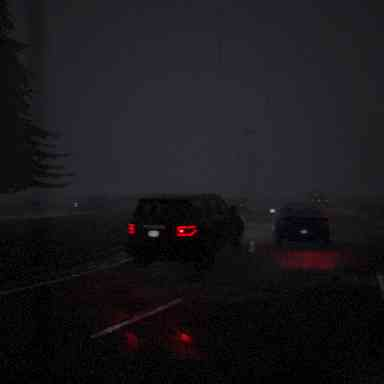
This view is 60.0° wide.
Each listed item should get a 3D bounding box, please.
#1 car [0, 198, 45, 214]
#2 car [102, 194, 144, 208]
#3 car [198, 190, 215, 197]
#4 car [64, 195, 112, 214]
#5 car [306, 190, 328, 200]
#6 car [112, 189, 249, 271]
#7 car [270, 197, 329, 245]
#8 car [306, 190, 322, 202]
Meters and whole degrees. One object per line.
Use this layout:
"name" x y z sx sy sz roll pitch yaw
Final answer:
"car" -17.821 1.388 34.273 1.882 1.535 5.008 0 1 42
"car" -8.376 1.083 40.719 2.128 1.511 4.902 -1 1 34
"car" 3.022 0.326 68.987 1.994 1.385 4.181 -1 1 25
"car" -10.133 1.107 32.547 2.097 1.767 4.553 -1 1 39
"car" 12.468 0.761 33.094 2.033 1.411 5.357 -1 1 17
"car" 0.062 1.063 10.727 2.150 2.045 5.566 0 1 22
"car" 4.362 1.170 13.896 1.882 1.535 5.008 -1 1 12
"car" 16.310 0.458 44.397 1.837 1.490 4.892 -1 1 21
